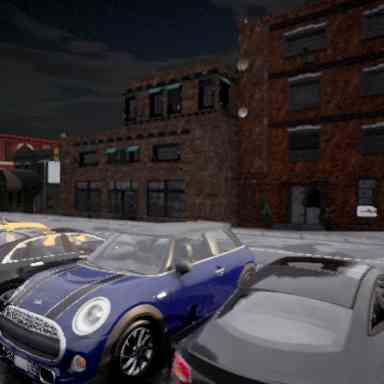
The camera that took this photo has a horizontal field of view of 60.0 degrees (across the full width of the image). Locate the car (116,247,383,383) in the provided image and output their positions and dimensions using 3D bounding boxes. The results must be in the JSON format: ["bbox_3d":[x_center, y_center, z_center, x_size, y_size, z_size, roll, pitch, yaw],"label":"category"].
[{"bbox_3d":[1.581,1.524,4.017,2.002,1.452,4.674,0,0,36],"label":"car"}]

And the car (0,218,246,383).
[{"bbox_3d":[-0.663,1.370,5.663,2.185,1.767,4.553,0,0,36],"label":"car"}]

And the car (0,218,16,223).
[{"bbox_3d":[-5.317,1.513,8.725,1.946,1.575,5.366,0,0,36],"label":"car"}]

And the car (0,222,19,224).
[{"bbox_3d":[-2.949,1.507,7.252,2.231,1.521,4.892,0,0,36],"label":"car"}]
